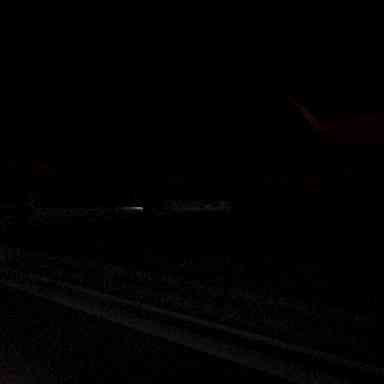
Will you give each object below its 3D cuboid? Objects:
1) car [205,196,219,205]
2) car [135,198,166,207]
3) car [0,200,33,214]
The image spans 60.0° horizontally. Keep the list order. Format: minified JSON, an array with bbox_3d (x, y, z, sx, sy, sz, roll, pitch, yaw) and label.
[{"bbox_3d":[3.486,1.490,58.535,1.837,1.490,4.892,0,0,14],"label":"car"},{"bbox_3d":[-6.020,1.531,49.392,2.033,1.411,5.357,0,0,35],"label":"car"},{"bbox_3d":[-17.751,1.511,32.080,1.812,1.442,4.674,0,0,34],"label":"car"}]
